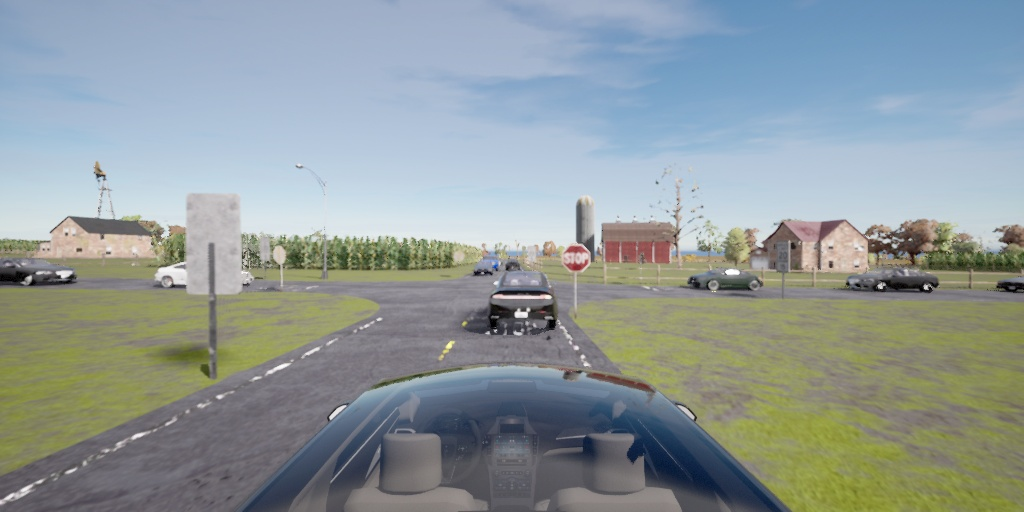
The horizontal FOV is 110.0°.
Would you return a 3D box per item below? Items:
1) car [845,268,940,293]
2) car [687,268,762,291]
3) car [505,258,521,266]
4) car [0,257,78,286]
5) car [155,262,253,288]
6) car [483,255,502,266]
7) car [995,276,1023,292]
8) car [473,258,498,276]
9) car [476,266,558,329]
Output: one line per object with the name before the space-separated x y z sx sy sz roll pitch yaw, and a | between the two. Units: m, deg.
car | 24.430 1.536 23.142 4.902 1.511 2.128 1 1 0
car | 13.629 1.460 23.112 4.181 1.385 1.994 1 1 -1
car | 0.093 1.166 48.017 1.837 1.490 4.892 0 0 0
car | -27.382 0.833 20.009 4.902 1.511 2.128 1 1 0
car | -17.139 1.019 20.043 4.674 1.442 1.812 1 1 0
car | -2.843 0.885 46.729 2.150 2.045 5.566 0 0 0
car | 34.978 1.733 23.168 5.357 1.411 2.033 1 1 0
car | -2.825 1.225 36.548 2.033 1.411 5.357 0 0 -1
car | 0.392 1.218 11.162 2.128 1.511 4.902 0 0 4
